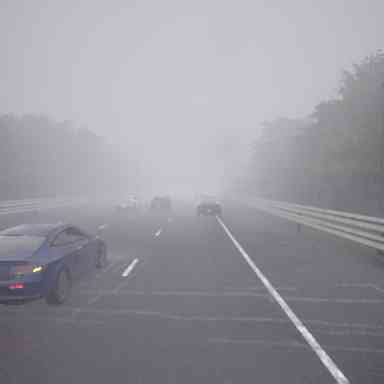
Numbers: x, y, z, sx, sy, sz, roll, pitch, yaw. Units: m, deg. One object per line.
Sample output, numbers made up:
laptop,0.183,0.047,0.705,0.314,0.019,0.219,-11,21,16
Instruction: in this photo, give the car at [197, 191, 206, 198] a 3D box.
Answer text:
car,2.147,0.591,75.638,1.812,1.442,4.674,0,1,4

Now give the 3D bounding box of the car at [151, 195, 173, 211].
car,-3.029,1.076,34.006,2.128,1.511,4.902,0,1,2

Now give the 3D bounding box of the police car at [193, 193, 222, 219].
police car,1.257,1.110,25.958,1.930,1.638,5.238,0,1,1

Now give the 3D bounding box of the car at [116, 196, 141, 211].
car,-6.523,1.104,34.237,1.812,1.442,4.674,0,1,2

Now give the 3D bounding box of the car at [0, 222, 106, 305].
car,-3.386,1.430,7.700,1.812,1.442,4.674,0,1,0
